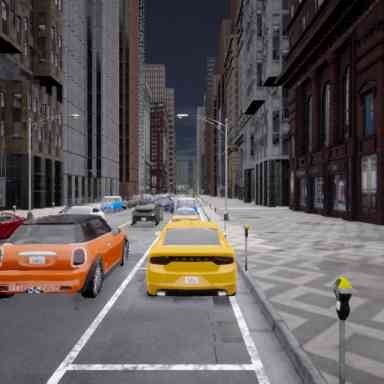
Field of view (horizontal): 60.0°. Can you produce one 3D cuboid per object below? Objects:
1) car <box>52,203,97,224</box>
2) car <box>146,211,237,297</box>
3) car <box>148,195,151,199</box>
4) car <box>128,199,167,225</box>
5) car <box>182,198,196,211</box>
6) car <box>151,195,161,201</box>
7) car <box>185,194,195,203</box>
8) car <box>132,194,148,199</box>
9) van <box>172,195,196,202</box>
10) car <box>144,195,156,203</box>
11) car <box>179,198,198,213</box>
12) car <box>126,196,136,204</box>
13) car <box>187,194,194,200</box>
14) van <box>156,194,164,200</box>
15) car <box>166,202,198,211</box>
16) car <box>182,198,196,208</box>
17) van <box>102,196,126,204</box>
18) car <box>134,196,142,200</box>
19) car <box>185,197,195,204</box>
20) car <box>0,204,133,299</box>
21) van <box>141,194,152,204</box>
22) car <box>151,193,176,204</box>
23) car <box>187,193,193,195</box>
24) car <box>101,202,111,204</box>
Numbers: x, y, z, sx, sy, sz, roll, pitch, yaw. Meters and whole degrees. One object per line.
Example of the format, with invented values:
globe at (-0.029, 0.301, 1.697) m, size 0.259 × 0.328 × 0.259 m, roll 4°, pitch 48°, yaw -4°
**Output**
car at (-8.910, 1.573, 25.722) m, size 1.947 × 1.339 × 4.313 m, roll 0°, pitch 0°, yaw 0°
car at (-0.006, 1.478, 8.650) m, size 1.882 × 1.535 × 5.008 m, roll 0°, pitch 0°, yaw 0°
car at (-8.910, 1.570, 59.543) m, size 1.887 × 1.381 × 4.507 m, roll 0°, pitch 0°, yaw 0°
car at (-3.144, 1.512, 24.124) m, size 1.837 × 1.490 × 4.892 m, roll 0°, pitch 0°, yaw 0°
car at (-0.385, 1.541, 42.814) m, size 1.752 × 1.417 × 4.829 m, roll 0°, pitch 0°, yaw 0°
car at (-8.911, 1.478, 82.090) m, size 1.967 × 1.590 × 4.097 m, roll 0°, pitch 0°, yaw 0°
car at (-0.386, 1.346, 70.826) m, size 2.192 × 1.841 × 5.009 m, roll 0°, pitch 0°, yaw 0°
car at (-8.911, 1.337, 53.906) m, size 2.192 × 1.841 × 5.009 m, roll 0°, pitch 0°, yaw 0°
van at (-0.386, 1.348, 25.735) m, size 1.690 × 1.788 × 3.998 m, roll 0°, pitch 0°, yaw 0°
car at (-8.911, 1.471, 70.817) m, size 1.967 × 1.590 × 4.097 m, roll 0°, pitch 0°, yaw 0°
car at (-0.386, 1.453, 37.008) m, size 1.967 × 1.590 × 4.097 m, roll 0°, pitch 0°, yaw 0°
car at (-8.910, 1.582, 42.633) m, size 1.947 × 1.339 × 4.313 m, roll 0°, pitch 0°, yaw 0°
car at (-0.386, 1.485, 93.370) m, size 1.967 × 1.590 × 4.097 m, roll 0°, pitch 0°, yaw 0°
van at (-8.911, 1.385, 93.363) m, size 1.690 × 1.788 × 3.998 m, roll 0°, pitch 0°, yaw 0°
car at (-0.385, 1.530, 20.269) m, size 1.752 × 1.417 × 4.829 m, roll 0°, pitch 0°, yaw 0°
car at (-0.385, 1.570, 48.280) m, size 2.008 × 1.369 × 4.403 m, roll 0°, pitch 0°, yaw 0°
van at (-8.911, 1.354, 36.996) m, size 1.690 × 1.788 × 3.998 m, roll 0°, pitch 0°, yaw 0°
car at (-8.910, 1.585, 48.269) m, size 1.947 × 1.339 × 4.313 m, roll 0°, pitch 0°, yaw 0°
car at (-0.385, 1.594, 65.189) m, size 1.947 × 1.339 × 4.313 m, roll 0°, pitch 0°, yaw 0°
car at (-3.044, 1.354, 8.646) m, size 2.097 × 1.767 × 4.553 m, roll 0°, pitch 0°, yaw 0°
van at (-8.911, 1.369, 65.180) m, size 1.690 × 1.788 × 3.998 m, roll 0°, pitch 0°, yaw 0°
car at (-3.047, 1.365, 37.960) m, size 2.097 × 1.767 × 4.553 m, roll 0°, pitch 0°, yaw 0°
car at (-0.386, 1.465, 59.552) m, size 1.967 × 1.590 × 4.097 m, roll 0°, pitch 0°, yaw 0°
car at (-6.246, 1.530, 18.987) m, size 1.812 × 1.442 × 4.674 m, roll 0°, pitch 0°, yaw 0°
